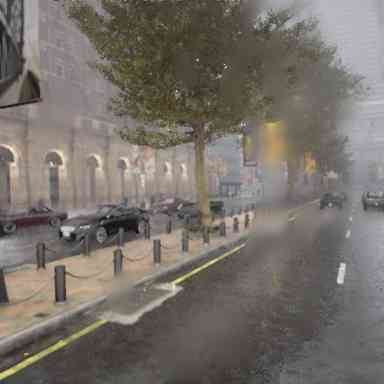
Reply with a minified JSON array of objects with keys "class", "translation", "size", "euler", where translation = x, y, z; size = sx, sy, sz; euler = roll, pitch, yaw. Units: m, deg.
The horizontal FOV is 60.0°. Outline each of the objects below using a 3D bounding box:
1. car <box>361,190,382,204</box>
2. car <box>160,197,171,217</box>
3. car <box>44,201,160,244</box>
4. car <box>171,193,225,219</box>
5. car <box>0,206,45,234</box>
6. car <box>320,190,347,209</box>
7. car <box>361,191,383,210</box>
[{"class":"car","translation":[21.185,0.534,39.447],"size":[2.033,1.411,5.357],"euler":[-1,1,27]},{"class":"car","translation":[-1.732,1.143,27.097],"size":[1.812,1.442,4.674],"euler":[-1,1,27]},{"class":"car","translation":[-3.833,1.331,15.218],"size":[2.128,1.511,4.902],"euler":[-1,1,26]},{"class":"car","translation":[0.725,0.963,24.372],"size":[2.097,1.767,4.553],"euler":[-1,1,27]},{"class":"car","translation":[-9.462,1.486,18.832],"size":[1.895,1.301,4.718],"euler":[-1,1,26]},{"class":"car","translation":[13.206,0.772,31.286],"size":[1.837,1.490,4.892],"euler":[-1,1,27]},{"class":"car","translation":[16.024,0.738,29.100],"size":[2.128,1.511,4.902],"euler":[-1,1,27]}]
